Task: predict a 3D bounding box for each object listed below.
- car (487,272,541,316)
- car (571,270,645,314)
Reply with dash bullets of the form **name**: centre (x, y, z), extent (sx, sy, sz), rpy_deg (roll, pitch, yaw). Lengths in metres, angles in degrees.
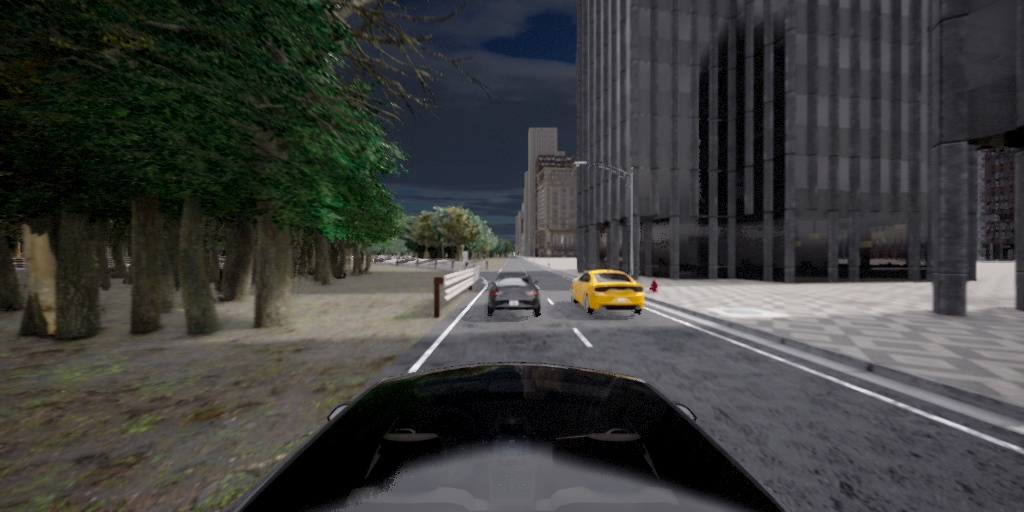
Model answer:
- **car**: centre (0.075, 1.331, 13.629), extent (1.812, 1.442, 4.674), rpy_deg (0, 0, 0)
- **car**: centre (3.577, 1.286, 14.148), extent (1.882, 1.535, 5.008), rpy_deg (0, 0, 0)
